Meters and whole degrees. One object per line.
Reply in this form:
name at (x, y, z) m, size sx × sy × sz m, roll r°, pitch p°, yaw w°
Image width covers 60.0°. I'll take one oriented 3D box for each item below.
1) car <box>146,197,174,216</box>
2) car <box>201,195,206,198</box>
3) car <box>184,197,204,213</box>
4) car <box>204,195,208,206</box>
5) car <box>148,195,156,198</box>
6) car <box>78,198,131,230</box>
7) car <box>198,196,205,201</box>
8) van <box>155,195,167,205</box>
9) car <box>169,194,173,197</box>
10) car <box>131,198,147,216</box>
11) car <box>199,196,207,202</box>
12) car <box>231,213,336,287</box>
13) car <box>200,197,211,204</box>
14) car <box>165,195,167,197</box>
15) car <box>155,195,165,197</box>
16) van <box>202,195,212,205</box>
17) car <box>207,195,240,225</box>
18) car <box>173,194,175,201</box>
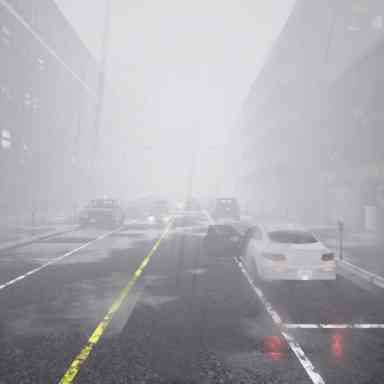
car at (-3.102, 1.536, 32.898) m, size 1.837 × 1.490 × 4.892 m, roll 0°, pitch 0°, yaw 0°
car at (2.692, 1.656, 55.724) m, size 1.802 × 1.307 × 4.206 m, roll 0°, pitch 0°, yaw 0°
car at (0.076, 1.604, 38.366) m, size 1.994 × 1.385 × 4.181 m, roll 0°, pitch 0°, yaw 0°
car at (2.694, 1.480, 38.654) m, size 1.967 × 1.590 × 4.097 m, roll 0°, pitch 0°, yaw 0°
car at (-5.686, 1.480, 38.656) m, size 1.967 × 1.590 × 4.097 m, roll 0°, pitch 0°, yaw 0°
car at (-5.684, 1.330, 21.585) m, size 2.192 × 1.841 × 5.009 m, roll 0°, pitch 0°, yaw 0°
car at (2.689, 1.786, 95.554) m, size 1.802 × 1.307 × 4.206 m, roll 0°, pitch 0°, yaw 0°
van at (-5.687, 1.430, 61.414) m, size 1.690 × 1.788 × 3.998 m, roll 0°, pitch 0°, yaw 0°
car at (-5.689, 1.648, 72.625) m, size 1.752 × 1.417 × 4.829 m, roll 0°, pitch 0°, yaw 0°
car at (-5.686, 1.582, 32.966) m, size 2.008 × 1.369 × 4.403 m, roll 0°, pitch 0°, yaw 0°
car at (2.690, 1.744, 84.174) m, size 1.802 × 1.307 × 4.206 m, roll 0°, pitch 0°, yaw 0°
car at (2.352, 1.529, 9.224) m, size 1.812 × 1.442 × 4.674 m, roll 0°, pitch 0°, yaw 0°
car at (2.691, 1.650, 67.104) m, size 1.887 × 1.381 × 4.507 m, roll 0°, pitch 0°, yaw 0°
car at (-5.688, 1.599, 55.557) m, size 1.752 × 1.417 × 4.829 m, roll 0°, pitch 0°, yaw 0°
car at (-5.686, 1.376, 50.036) m, size 2.192 × 1.841 × 5.009 m, roll 0°, pitch 0°, yaw 0°
van at (2.693, 1.430, 61.413) m, size 1.690 × 1.788 × 3.998 m, roll 0°, pitch 0°, yaw 0°
car at (2.696, 1.338, 27.274) m, size 2.192 × 1.841 × 5.009 m, roll 0°, pitch 0°, yaw 0°
car at (-5.690, 1.724, 78.486) m, size 1.802 × 1.307 × 4.206 m, roll 0°, pitch 0°, yaw 0°
